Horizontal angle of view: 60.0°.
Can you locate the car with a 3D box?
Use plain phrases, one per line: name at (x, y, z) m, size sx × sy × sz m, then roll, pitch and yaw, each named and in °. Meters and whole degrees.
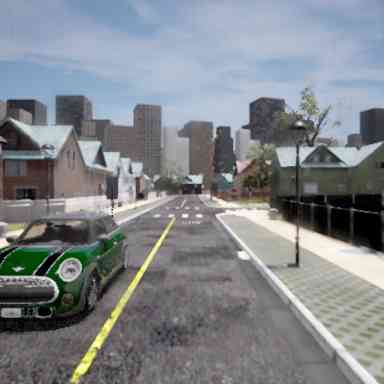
car at (-2.830, 1.287, 7.474) m, size 2.097 × 1.767 × 4.553 m, roll 0°, pitch 0°, yaw 0°
